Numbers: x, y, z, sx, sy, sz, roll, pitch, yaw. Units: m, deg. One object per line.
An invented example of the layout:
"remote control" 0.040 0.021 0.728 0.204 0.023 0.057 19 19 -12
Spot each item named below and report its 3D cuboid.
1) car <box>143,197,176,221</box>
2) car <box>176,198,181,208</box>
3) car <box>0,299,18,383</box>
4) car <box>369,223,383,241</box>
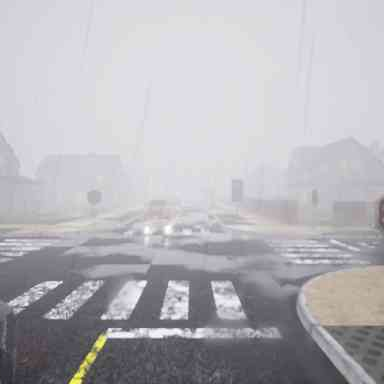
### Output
"car" -2.697 1.336 27.069 2.097 1.767 4.553 0 0 0
"car" -2.653 1.543 50.355 2.033 1.411 5.357 0 0 0
"car" -2.745 1.505 1.566 1.837 1.490 4.892 0 0 0
"car" 10.418 1.640 14.447 4.718 1.301 1.895 0 0 2
